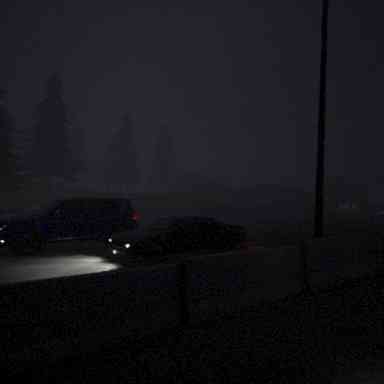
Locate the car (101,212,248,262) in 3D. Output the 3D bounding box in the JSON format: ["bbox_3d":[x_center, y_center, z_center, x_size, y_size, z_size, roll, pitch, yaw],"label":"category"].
[{"bbox_3d":[-0.336,1.570,12.352,5.357,1.411,2.033,0,0,-35],"label":"car"}]

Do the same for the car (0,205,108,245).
[{"bbox_3d":[-6.884,1.489,16.278,5.008,1.535,1.882,0,0,-35],"label":"car"}]

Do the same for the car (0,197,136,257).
[{"bbox_3d":[-4.852,1.232,13.428,5.566,2.045,2.150,0,0,-35],"label":"car"}]

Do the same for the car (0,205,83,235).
[{"bbox_3d":[-8.891,1.537,19.145,4.674,1.442,1.812,0,0,-35],"label":"car"}]
